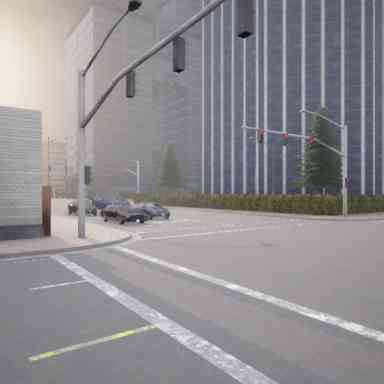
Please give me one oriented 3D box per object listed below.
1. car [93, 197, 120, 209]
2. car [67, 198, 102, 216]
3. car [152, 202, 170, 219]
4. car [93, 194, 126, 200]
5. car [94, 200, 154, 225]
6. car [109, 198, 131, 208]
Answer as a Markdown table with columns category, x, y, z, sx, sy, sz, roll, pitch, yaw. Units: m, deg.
| category | x | y | z | sx | sy | sz | roll | pitch | yaw |
| --- | --- | --- | --- | --- | --- | --- | --- | --- | --- |
| car | -12.203 | 1.547 | 47.167 | 2.128 | 1.511 | 4.902 | 0 | 0 | -36 |
| car | -10.975 | 1.560 | 33.141 | 1.837 | 1.490 | 4.892 | 0 | 0 | -36 |
| car | -3.711 | 1.581 | 29.045 | 1.812 | 1.442 | 4.674 | 0 | 0 | -36 |
| car | -9.374 | 1.277 | 36.917 | 2.150 | 2.045 | 5.566 | 0 | 0 | -36 |
| car | -5.305 | 1.603 | 25.232 | 2.033 | 1.411 | 5.357 | 0 | 0 | -36 |
| car | -11.274 | 1.619 | 51.872 | 1.994 | 1.385 | 4.181 | 0 | 0 | -36 |
